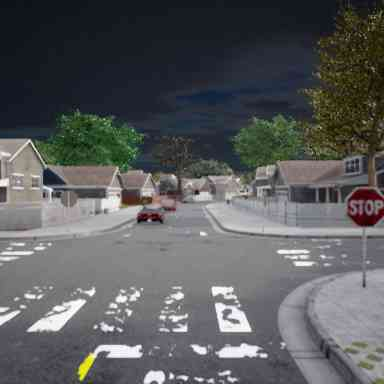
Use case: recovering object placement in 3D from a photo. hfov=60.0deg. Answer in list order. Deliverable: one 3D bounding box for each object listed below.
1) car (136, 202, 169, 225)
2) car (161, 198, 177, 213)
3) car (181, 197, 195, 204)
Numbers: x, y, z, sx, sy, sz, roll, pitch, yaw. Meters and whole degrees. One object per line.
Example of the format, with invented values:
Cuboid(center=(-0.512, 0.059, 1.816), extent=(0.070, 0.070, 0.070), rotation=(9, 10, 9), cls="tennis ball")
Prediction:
Cuboid(center=(-2.944, 1.630, 24.681), extent=(1.895, 1.301, 4.718), rotation=(0, 0, -2), cls="car")
Cuboid(center=(-2.757, 1.526, 38.142), extent=(1.882, 1.535, 5.008), rotation=(0, 1, 0), cls="car")
Cuboid(center=(-0.779, 1.639, 63.079), extent=(1.994, 1.385, 4.181), rotation=(0, 0, 11), cls="car")
